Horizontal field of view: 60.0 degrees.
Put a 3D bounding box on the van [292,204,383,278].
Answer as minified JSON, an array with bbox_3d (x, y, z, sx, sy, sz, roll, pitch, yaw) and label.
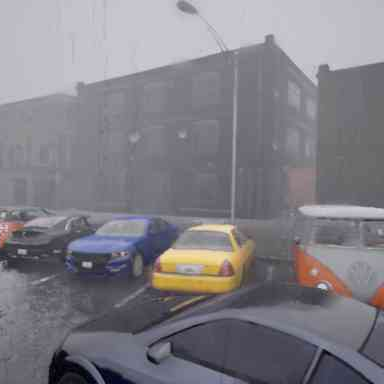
[{"bbox_3d":[3.012,1.261,6.820,1.878,1.987,4.442,0,-1,15],"label":"van"}]

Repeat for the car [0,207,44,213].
[{"bbox_3d":[-6.854,1.412,13.838,2.185,1.767,4.553,0,-1,14],"label":"car"}]

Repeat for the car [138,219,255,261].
[{"bbox_3d":[0.623,1.500,8.855,1.946,1.575,5.366,0,-1,15],"label":"car"}]

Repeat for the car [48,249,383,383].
[{"bbox_3d":[0.589,1.568,2.945,4.181,1.385,1.994,0,0,35],"label":"car"}]

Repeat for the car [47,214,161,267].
[{"bbox_3d":[-1.877,1.513,10.418,2.097,1.535,5.008,0,-1,15],"label":"car"}]

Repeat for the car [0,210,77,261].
[{"bbox_3d":[-4.364,1.526,12.129,2.231,1.521,4.892,0,-1,15],"label":"car"}]
